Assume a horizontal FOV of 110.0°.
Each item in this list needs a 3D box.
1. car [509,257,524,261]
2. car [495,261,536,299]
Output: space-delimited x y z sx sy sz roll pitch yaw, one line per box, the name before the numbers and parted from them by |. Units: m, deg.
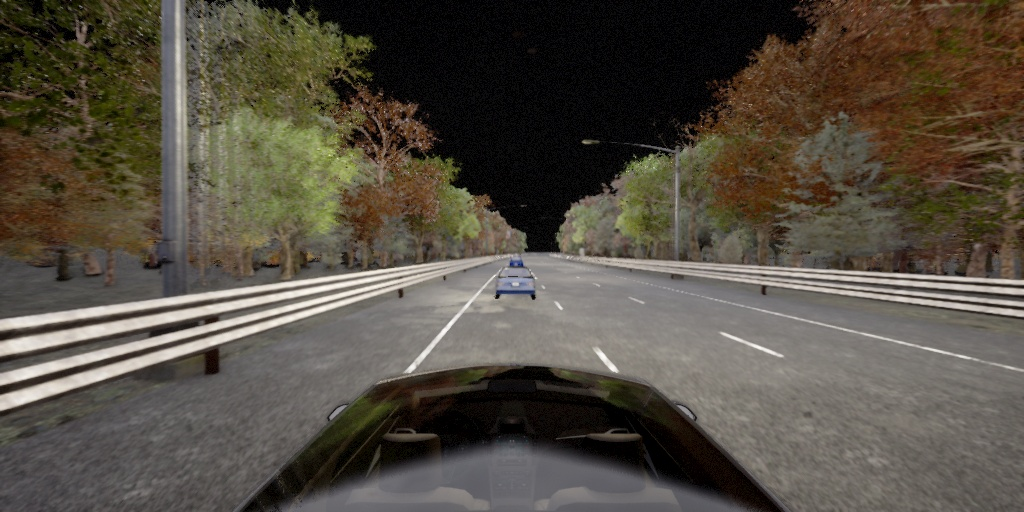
car | 0.604 0.824 49.246 1.882 1.535 5.008 0 1 2
car | 0.158 1.168 17.133 2.033 1.411 5.357 0 1 0
